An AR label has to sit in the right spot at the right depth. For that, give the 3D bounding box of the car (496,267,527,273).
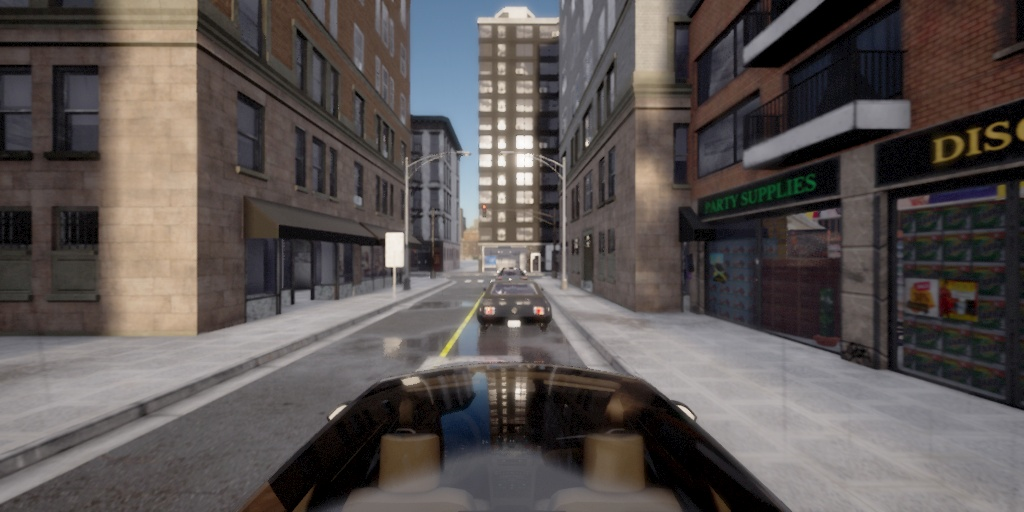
[{"bbox_3d":[-0.017,1.366,22.303,1.994,1.385,4.181,0,0,0],"label":"car"}]

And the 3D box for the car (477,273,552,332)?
[{"bbox_3d":[0.051,1.374,10.982,1.895,1.301,4.718,0,0,0],"label":"car"}]
